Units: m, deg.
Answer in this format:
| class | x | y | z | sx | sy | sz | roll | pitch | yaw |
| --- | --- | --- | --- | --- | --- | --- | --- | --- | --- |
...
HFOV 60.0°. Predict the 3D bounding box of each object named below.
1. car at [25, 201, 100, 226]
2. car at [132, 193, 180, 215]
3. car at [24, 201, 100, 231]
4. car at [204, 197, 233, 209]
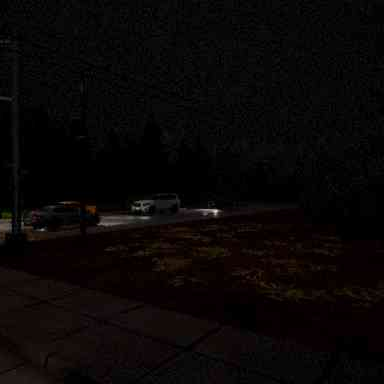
| class | x | y | z | sx | sy | sz | roll | pitch | yaw |
| --- | --- | --- | --- | --- | --- | --- | --- | --- | --- |
| car | -9.579 | 1.484 | 25.030 | 1.882 | 1.535 | 5.008 | 0 | 0 | 37 |
| car | -3.464 | 1.174 | 33.270 | 2.150 | 2.045 | 5.566 | 0 | 0 | 36 |
| car | -8.024 | 1.536 | 20.915 | 1.812 | 1.442 | 4.674 | 0 | 0 | 37 |
| car | 3.507 | 1.396 | 42.627 | 1.837 | 1.490 | 4.892 | 0 | 0 | 37 |
